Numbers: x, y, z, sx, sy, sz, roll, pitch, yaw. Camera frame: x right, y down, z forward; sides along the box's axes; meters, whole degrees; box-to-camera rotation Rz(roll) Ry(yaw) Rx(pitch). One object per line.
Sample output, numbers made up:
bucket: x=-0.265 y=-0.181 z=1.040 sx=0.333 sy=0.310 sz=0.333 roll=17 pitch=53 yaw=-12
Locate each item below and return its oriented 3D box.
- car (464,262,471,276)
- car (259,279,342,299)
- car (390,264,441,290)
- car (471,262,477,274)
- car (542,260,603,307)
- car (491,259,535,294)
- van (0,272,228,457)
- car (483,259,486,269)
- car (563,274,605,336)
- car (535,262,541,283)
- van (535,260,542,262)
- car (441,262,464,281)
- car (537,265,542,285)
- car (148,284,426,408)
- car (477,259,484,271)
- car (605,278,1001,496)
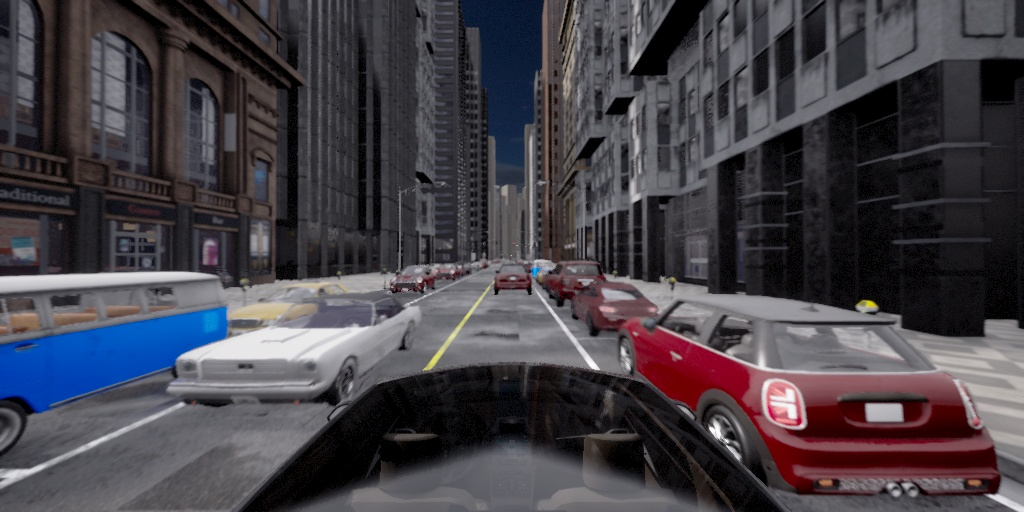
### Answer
car: x=-5.827 y=1.560 z=38.179 sx=1.802 sy=1.307 sz=4.207 roll=0 pitch=0 yaw=0
car: x=-5.773 y=1.340 z=10.001 sx=1.751 sy=1.417 sz=4.829 roll=0 pitch=0 yaw=0
car: x=-5.794 y=1.319 z=21.375 sx=1.967 sy=1.591 sz=4.097 roll=0 pitch=0 yaw=0
car: x=-5.837 y=1.577 z=43.781 sx=1.948 sy=1.339 sz=4.313 roll=0 pitch=0 yaw=0
car: x=2.741 y=1.137 z=15.804 sx=2.192 sy=1.841 sz=5.009 roll=0 pitch=0 yaw=0
car: x=0.053 y=1.213 z=21.180 sx=2.097 sy=1.767 sz=4.553 roll=0 pitch=0 yaw=0
van: x=-5.762 y=1.124 z=4.569 sx=1.690 sy=1.789 sz=3.998 roll=0 pitch=0 yaw=0
car: x=-5.869 y=1.638 z=60.415 sx=1.751 sy=1.417 sz=4.829 roll=0 pitch=0 yaw=0
car: x=2.752 y=1.372 z=10.202 sx=1.802 sy=1.307 sz=4.207 roll=0 pitch=0 yaw=0
car: x=2.720 y=1.413 z=27.177 sx=1.751 sy=1.417 sz=4.829 roll=0 pitch=0 yaw=0
van: x=2.709 y=1.261 z=32.609 sx=1.690 sy=1.789 sz=3.998 roll=0 pitch=0 yaw=0
car: x=-5.816 y=1.385 z=32.578 sx=1.967 sy=1.591 sz=4.097 roll=0 pitch=0 yaw=0
car: x=2.731 y=1.437 z=21.406 sx=1.802 sy=1.307 sz=4.207 roll=0 pitch=0 yaw=0
car: x=-3.107 y=1.386 z=6.386 sx=1.895 sy=1.301 sz=4.718 roll=0 pitch=0 yaw=0
car: x=-5.859 y=1.629 z=54.984 sx=2.007 sy=1.370 sz=4.403 roll=0 pitch=0 yaw=0
car: x=2.763 y=1.198 z=4.600 sx=1.967 sy=1.591 sz=4.097 roll=0 pitch=0 yaw=0
